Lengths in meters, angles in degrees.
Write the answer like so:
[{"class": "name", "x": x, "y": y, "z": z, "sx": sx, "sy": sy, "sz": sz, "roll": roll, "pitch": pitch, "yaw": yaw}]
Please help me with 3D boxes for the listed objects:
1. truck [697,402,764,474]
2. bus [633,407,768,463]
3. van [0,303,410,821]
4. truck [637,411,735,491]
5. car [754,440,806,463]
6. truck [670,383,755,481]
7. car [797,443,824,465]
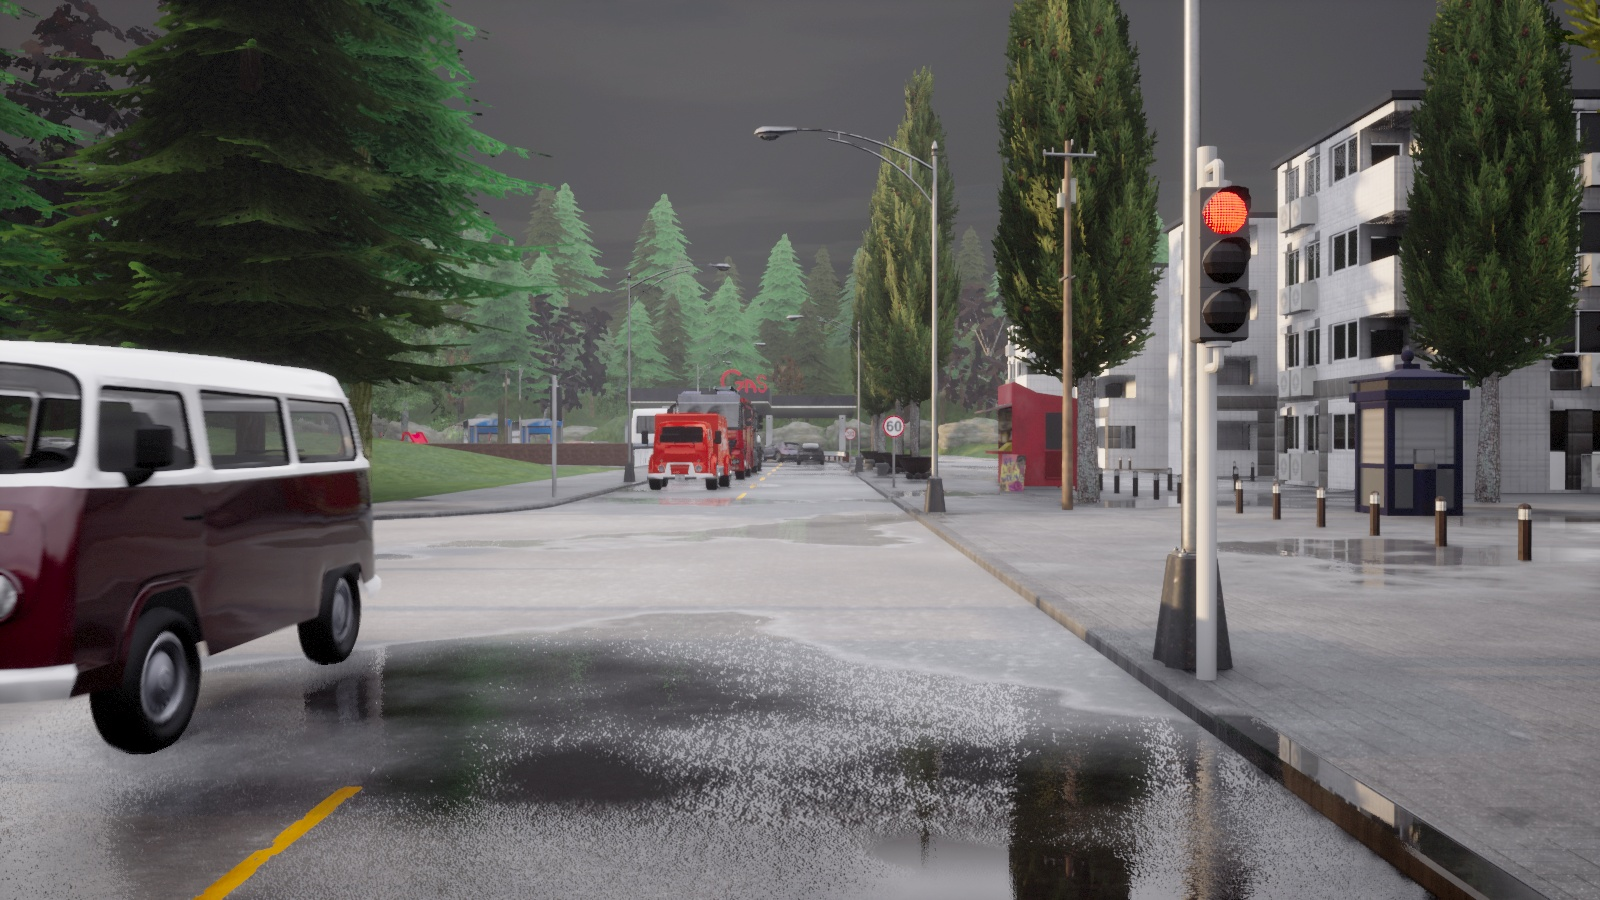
[{"class": "truck", "x": -3.469, "y": -0.603, "z": 64.590, "sx": 2.891, "sy": 3.462, "sz": 7.936, "roll": 0, "pitch": 0, "yaw": 1}, {"class": "bus", "x": -7.674, "y": -1.176, "z": 98.531, "sx": 10.273, "sy": 4.253, "sz": 3.944, "roll": -1, "pitch": 1, "yaw": -1}, {"class": "van", "x": -3.928, "y": 0.426, "z": 7.167, "sx": 2.069, "sy": 2.038, "sz": 4.480, "roll": 0, "pitch": 0, "yaw": -1}, {"class": "truck", "x": -3.652, "y": 0.024, "z": 41.332, "sx": 2.627, "sy": 2.467, "sz": 5.204, "roll": 0, "pitch": 0, "yaw": 1}, {"class": "car", "x": -1.610, "y": 0.125, "z": 98.737, "sx": 2.033, "sy": 1.649, "sz": 4.856, "roll": 3, "pitch": -1, "yaw": -29}, {"class": "truck", "x": -3.575, "y": -0.721, "z": 53.228, "sx": 2.891, "sy": 3.827, "sz": 8.468, "roll": 0, "pitch": 0, "yaw": 1}, {"class": "car", "x": 0.729, "y": 0.262, "z": 86.833, "sx": 1.837, "sy": 1.490, "sz": 4.892, "roll": 0, "pitch": 0, "yaw": 0}]
